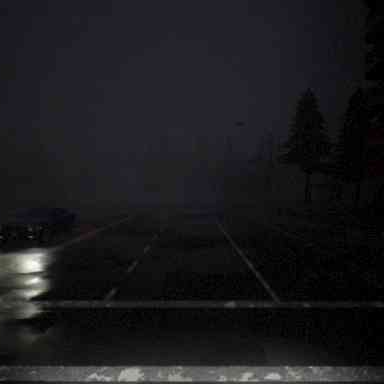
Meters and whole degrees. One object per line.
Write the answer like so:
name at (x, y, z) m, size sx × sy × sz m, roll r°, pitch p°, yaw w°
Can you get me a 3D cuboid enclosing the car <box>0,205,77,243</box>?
car at (-7.083, 1.404, 15.734) m, size 1.882 × 1.535 × 5.008 m, roll 0°, pitch 0°, yaw 0°
